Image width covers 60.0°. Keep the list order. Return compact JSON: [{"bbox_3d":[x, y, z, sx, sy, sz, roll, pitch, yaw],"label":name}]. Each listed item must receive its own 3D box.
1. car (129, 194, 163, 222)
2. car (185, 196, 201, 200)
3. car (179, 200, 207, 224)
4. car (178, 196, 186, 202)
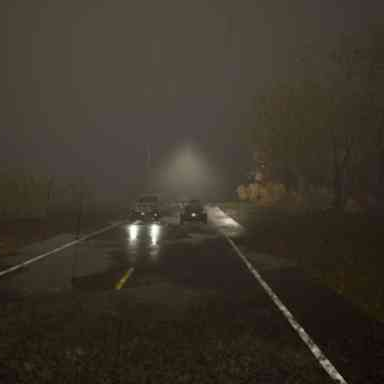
[{"bbox_3d":[-3.565,1.212,26.965,2.150,2.045,5.566,0,0,0],"label":"car"},{"bbox_3d":[0.423,1.510,41.722,1.812,1.442,4.674,0,0,2],"label":"car"},{"bbox_3d":[0.119,1.554,24.841,1.994,1.385,4.181,0,0,0],"label":"car"},{"bbox_3d":[-1.615,1.503,68.156,2.033,1.411,5.357,0,0,5],"label":"car"}]
